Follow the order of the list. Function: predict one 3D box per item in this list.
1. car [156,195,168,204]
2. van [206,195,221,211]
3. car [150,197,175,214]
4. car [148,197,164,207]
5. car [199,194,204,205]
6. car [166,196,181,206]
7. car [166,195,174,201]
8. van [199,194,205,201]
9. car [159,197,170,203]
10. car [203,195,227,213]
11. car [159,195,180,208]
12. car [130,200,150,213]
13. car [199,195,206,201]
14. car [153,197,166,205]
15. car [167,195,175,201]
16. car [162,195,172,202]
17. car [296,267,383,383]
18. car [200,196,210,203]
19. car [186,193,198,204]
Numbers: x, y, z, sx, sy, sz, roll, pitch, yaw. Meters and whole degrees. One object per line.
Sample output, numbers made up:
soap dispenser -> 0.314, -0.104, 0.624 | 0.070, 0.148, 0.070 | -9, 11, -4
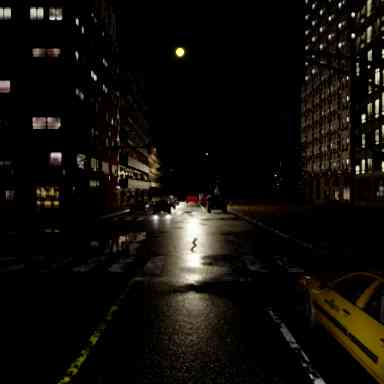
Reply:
car -> -5.697, 1.487, 64.029 | 1.967, 1.590, 4.097 | 0, 0, 0
van -> 2.684, 1.357, 41.922 | 1.690, 1.788, 3.998 | 0, 0, 0
car -> -3.123, 1.558, 35.304 | 2.033, 1.411, 5.357 | 0, 0, -4
car -> -5.696, 1.580, 52.975 | 2.008, 1.369, 4.403 | 0, 0, 0
car -> 2.683, 1.353, 58.502 | 2.192, 1.841, 5.009 | 0, 0, 0
car -> -3.048, 1.525, 55.625 | 2.128, 1.511, 4.902 | 0, 0, 0
car -> -5.697, 1.611, 85.966 | 1.752, 1.417, 4.829 | 0, 0, 0
van -> 2.682, 1.439, 91.662 | 1.690, 1.788, 3.998 | 0, 0, 0
car -> -5.696, 1.637, 69.556 | 1.802, 1.307, 4.206 | 0, 0, 0
car -> 2.684, 1.326, 36.397 | 2.192, 1.841, 5.009 | 0, 0, 0
car -> -3.090, 1.567, 45.432 | 2.033, 1.411, 5.357 | 0, 0, 0
car -> -5.694, 1.562, 36.396 | 2.008, 1.369, 4.403 | 0, 0, 0
car -> 2.683, 1.611, 86.306 | 1.752, 1.417, 4.829 | 0, 0, 0
car -> -5.696, 1.582, 58.501 | 1.887, 1.381, 4.507 | 0, 0, 0
car -> -5.697, 1.642, 91.661 | 1.887, 1.381, 4.507 | 0, 0, 0
car -> -5.697, 1.505, 75.082 | 1.967, 1.590, 4.097 | 0, 0, 0
car -> 2.686, 1.525, 4.154 | 1.752, 1.417, 4.829 | 0, 0, 0
car -> 2.684, 1.600, 69.556 | 1.887, 1.381, 4.507 | 0, 0, 0
car -> -0.003, 1.270, 65.203 | 2.150, 2.045, 5.566 | 0, 0, 0
